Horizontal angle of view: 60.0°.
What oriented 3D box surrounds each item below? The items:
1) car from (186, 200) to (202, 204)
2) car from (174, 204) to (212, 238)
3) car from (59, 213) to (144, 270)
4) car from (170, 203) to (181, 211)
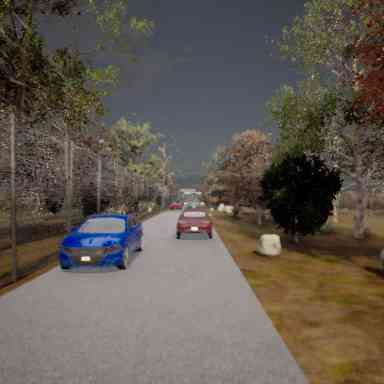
[{"bbox_3d":[0.236,1.780,40.292,2.097,1.767,4.553,0,-1,0],"label":"car"},{"bbox_3d":[0.128,1.619,18.251,1.812,1.442,4.674,0,-1,0],"label":"car"},{"bbox_3d":[-2.835,1.516,11.396,1.882,1.535,5.008,0,0,0],"label":"car"},{"bbox_3d":[-2.578,2.355,53.837,1.895,1.301,4.718,0,-2,1],"label":"car"}]
